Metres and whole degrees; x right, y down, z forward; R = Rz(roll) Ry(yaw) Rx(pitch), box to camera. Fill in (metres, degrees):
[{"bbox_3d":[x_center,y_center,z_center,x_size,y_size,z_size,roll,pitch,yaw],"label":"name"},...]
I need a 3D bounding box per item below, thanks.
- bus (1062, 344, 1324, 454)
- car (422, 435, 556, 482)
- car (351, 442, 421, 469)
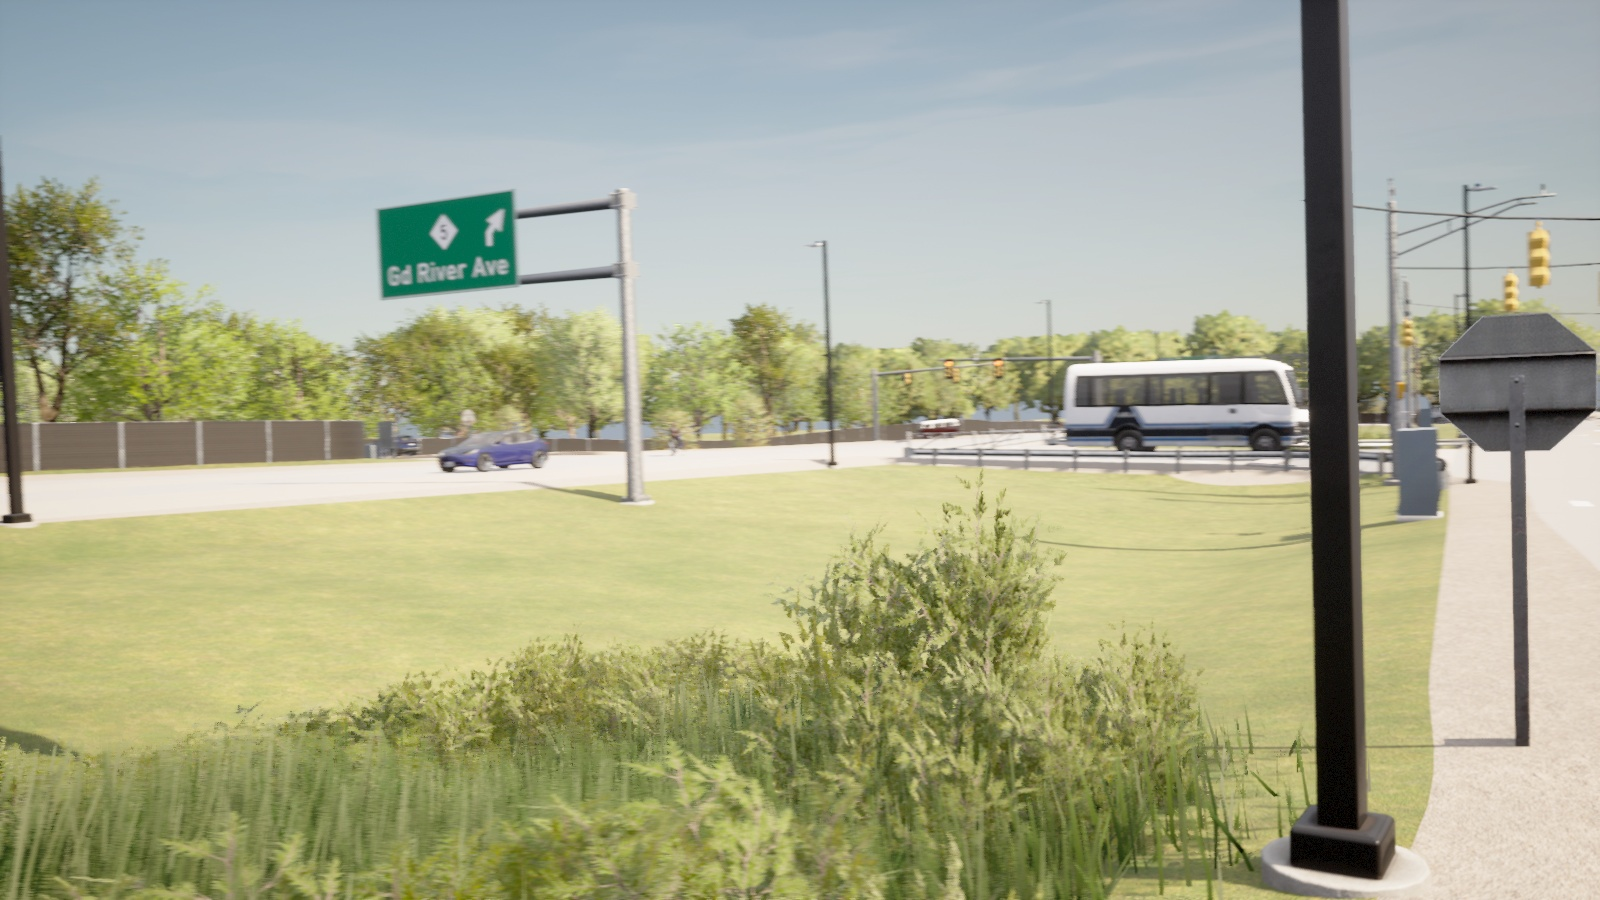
[{"bbox_3d":[17.104,-2.142,54.884,10.273,4.253,3.944,-1,2,28],"label":"bus"},{"bbox_3d":[-11.546,0.287,47.000,2.163,1.488,4.792,-2,1,28],"label":"car"},{"bbox_3d":[-30.641,0.383,93.013,4.856,1.649,2.033,-3,2,29],"label":"car"}]
